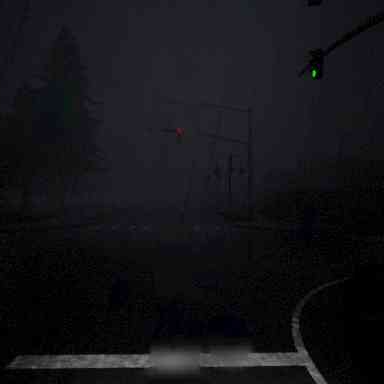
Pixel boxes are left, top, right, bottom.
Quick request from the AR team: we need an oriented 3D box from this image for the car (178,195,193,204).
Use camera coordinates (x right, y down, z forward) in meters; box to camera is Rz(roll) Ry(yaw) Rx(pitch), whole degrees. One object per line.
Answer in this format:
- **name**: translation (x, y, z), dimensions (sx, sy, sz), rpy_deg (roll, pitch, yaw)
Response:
- **car**: translation (-0.906, 1.518, 60.921), dimensions (2.033, 1.411, 5.357), rpy_deg (0, 0, -7)

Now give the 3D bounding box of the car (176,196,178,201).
- **car**: translation (-2.198, 1.327, 71.105), dimensions (1.812, 1.442, 4.674), rpy_deg (0, 0, -13)

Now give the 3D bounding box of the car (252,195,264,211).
- **car**: translation (8.868, 1.144, 36.301), dimensions (4.605, 1.855, 1.932), rpy_deg (0, 0, -1)
